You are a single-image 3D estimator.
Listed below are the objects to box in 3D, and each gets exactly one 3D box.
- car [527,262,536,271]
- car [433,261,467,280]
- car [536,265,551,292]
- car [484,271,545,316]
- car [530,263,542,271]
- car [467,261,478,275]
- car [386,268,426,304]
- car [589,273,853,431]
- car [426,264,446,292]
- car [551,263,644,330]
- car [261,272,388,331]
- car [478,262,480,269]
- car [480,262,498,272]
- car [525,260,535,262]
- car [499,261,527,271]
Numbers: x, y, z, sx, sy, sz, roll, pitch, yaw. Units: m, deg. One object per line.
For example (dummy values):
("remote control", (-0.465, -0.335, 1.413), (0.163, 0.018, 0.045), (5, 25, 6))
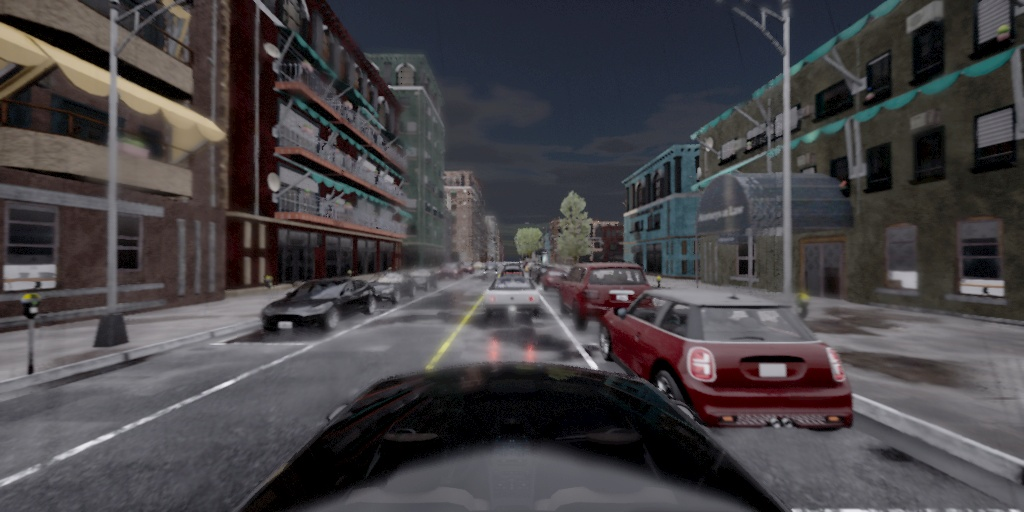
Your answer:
("car", (2.696, 1.501, 33.329), (2.007, 1.370, 4.403), (0, 0, 0))
("car", (-5.684, 1.391, 33.331), (1.967, 1.591, 4.097), (0, 0, 0))
("car", (2.695, 1.456, 22.252), (1.802, 1.307, 4.207), (0, 0, 0))
("car", (0.040, 1.421, 13.698), (1.895, 1.301, 4.718), (0, 0, 1))
("car", (2.695, 1.477, 27.791), (1.948, 1.339, 4.313), (0, 0, 0))
("car", (-5.682, 1.470, 44.410), (1.967, 1.591, 4.097), (0, 0, 0))
("car", (-5.687, 1.389, 16.716), (2.007, 1.370, 4.403), (0, 0, 0))
("car", (2.692, 1.212, 5.636), (1.967, 1.591, 4.097), (0, 0, 0))
("car", (-5.686, 1.424, 22.254), (2.007, 1.370, 4.403), (0, 0, 0))
("car", (2.693, 1.119, 11.176), (2.192, 1.841, 5.009), (0, 0, 0))
("car", (-5.688, 1.371, 11.178), (1.948, 1.339, 4.313), (0, 0, 0))
("car", (-5.680, 1.674, 60.859), (1.751, 1.417, 4.829), (0, 0, 0))
("car", (-3.073, 1.583, 53.201), (2.128, 1.511, 4.902), (0, 0, 0))
("car", (2.700, 1.595, 50.117), (1.751, 1.417, 4.829), (0, 0, 0))
("car", (0.051, 1.428, 29.326), (1.837, 1.490, 4.892), (0, 0, 1))
